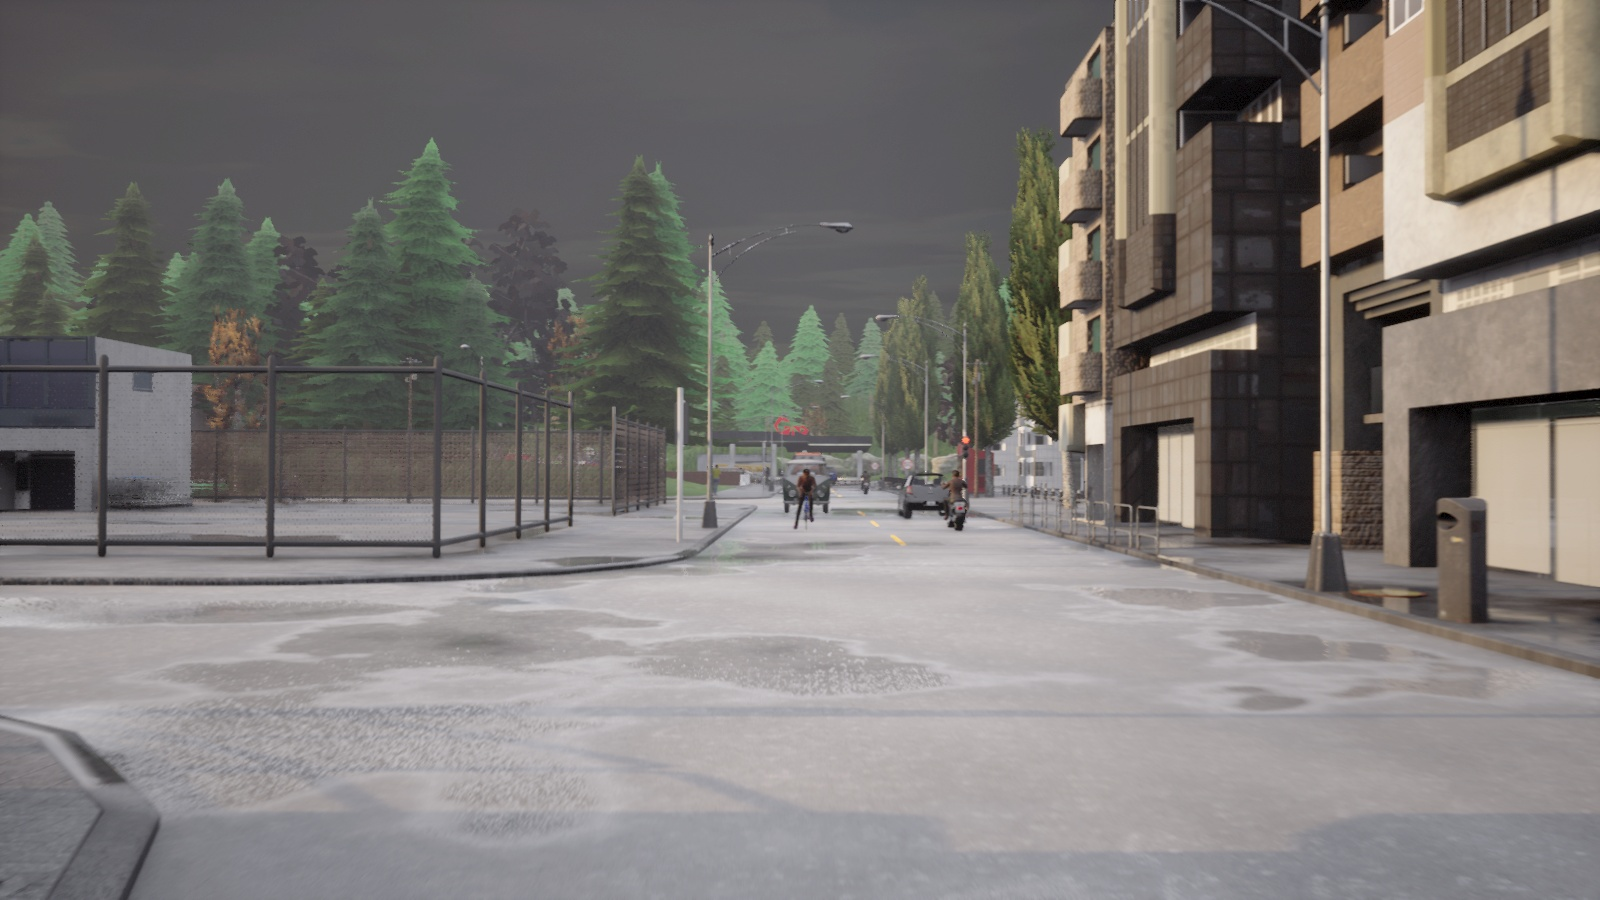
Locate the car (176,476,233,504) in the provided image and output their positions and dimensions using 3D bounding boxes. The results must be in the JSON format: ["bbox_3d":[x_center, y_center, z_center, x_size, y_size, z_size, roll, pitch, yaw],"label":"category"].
[{"bbox_3d":[-30.386,2.039,64.080,2.207,1.376,1.481,0,-1,0],"label":"car"}]

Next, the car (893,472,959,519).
[{"bbox_3d":[4.192,1.499,42.171,1.845,1.501,3.633,0,-1,0],"label":"car"}]

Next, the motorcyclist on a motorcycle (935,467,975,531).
[{"bbox_3d":[4.153,1.298,33.804,0.766,1.649,2.350,0,-1,0],"label":"motorcyclist on a motorcycle"}]

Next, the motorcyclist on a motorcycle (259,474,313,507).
[{"bbox_3d":[-24.572,1.930,60.051,2.191,1.530,0.866,0,-1,0],"label":"motorcyclist on a motorcycle"}]

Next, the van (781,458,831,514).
[{"bbox_3d":[0.222,1.338,47.269,1.775,1.987,4.442,0,-1,0],"label":"van"}]

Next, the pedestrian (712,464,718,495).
[{"bbox_3d":[-5.000,1.751,73.909,0.354,1.836,0.706,0,-1,-2],"label":"pedestrian"}]
